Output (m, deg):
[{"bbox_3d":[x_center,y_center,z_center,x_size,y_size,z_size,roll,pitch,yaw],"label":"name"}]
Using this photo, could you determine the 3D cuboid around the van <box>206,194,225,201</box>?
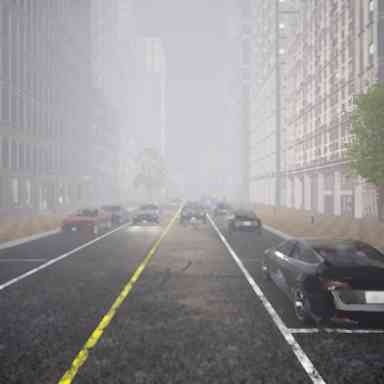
[{"bbox_3d":[2.689,1.327,35.377,1.690,1.788,3.998,0,0,0],"label":"van"}]

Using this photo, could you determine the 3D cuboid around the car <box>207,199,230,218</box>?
[{"bbox_3d":[2.689,1.556,29.683,1.947,1.339,4.313,0,0,0],"label":"car"}]

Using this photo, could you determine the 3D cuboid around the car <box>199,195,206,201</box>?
[{"bbox_3d":[2.682,1.444,86.775,1.752,1.417,4.829,0,0,0],"label":"car"}]

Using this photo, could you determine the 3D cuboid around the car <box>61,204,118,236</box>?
[{"bbox_3d":[-5.690,1.541,18.306,1.887,1.381,4.507,0,0,0],"label":"car"}]

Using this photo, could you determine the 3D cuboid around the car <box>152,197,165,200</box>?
[{"bbox_3d":[-5.694,1.494,52.292,1.752,1.417,4.829,0,0,0],"label":"car"}]

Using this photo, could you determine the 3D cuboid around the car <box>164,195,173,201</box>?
[{"bbox_3d":[-5.697,1.479,80.924,2.008,1.369,4.403,0,0,0],"label":"car"}]

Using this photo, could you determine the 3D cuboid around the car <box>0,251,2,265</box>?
[{"bbox_3d":[-5.689,1.581,6.921,1.802,1.307,4.206,0,0,0],"label":"car"}]

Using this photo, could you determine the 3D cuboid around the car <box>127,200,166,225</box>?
[{"bbox_3d":[-3.104,1.541,24.432,2.033,1.411,5.357,0,0,0],"label":"car"}]

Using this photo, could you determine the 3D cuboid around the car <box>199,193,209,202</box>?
[{"bbox_3d":[2.685,1.253,75.221,2.192,1.841,5.009,0,0,0],"label":"car"}]

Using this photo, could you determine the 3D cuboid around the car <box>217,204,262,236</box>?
[{"bbox_3d":[2.690,1.562,18.299,1.947,1.339,4.313,0,0,0],"label":"car"}]

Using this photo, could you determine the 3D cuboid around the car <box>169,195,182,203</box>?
[{"bbox_3d":[-3.021,1.511,65.106,1.994,1.385,4.181,0,0,0],"label":"car"}]

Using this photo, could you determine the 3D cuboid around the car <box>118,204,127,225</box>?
[{"bbox_3d":[-5.691,1.559,23.999,1.947,1.339,4.313,0,0,0],"label":"car"}]

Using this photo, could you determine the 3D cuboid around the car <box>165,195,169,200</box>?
[{"bbox_3d":[-5.695,1.512,58.155,2.008,1.369,4.403,0,0,0],"label":"car"}]

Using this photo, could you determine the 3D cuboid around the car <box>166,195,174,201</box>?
[{"bbox_3d":[-5.699,1.484,86.617,1.947,1.339,4.313,0,0,0],"label":"car"}]

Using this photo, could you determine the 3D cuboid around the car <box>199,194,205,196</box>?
[{"bbox_3d":[2.686,1.269,63.836,2.192,1.841,5.009,0,0,0],"label":"car"}]

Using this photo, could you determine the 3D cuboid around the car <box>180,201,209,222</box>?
[{"bbox_3d":[0.097,1.593,25.701,1.895,1.301,4.718,0,0,0],"label":"car"}]

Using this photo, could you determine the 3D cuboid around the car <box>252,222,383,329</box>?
[{"bbox_3d":[2.691,1.565,6.915,1.947,1.339,4.313,0,0,0],"label":"car"}]

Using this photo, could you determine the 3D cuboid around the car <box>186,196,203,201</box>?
[{"bbox_3d":[0.094,1.544,41.502,1.994,1.385,4.181,0,0,0],"label":"car"}]

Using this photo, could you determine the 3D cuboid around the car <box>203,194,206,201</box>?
[{"bbox_3d":[2.688,1.421,41.068,1.967,1.590,4.097,0,0,0],"label":"car"}]
